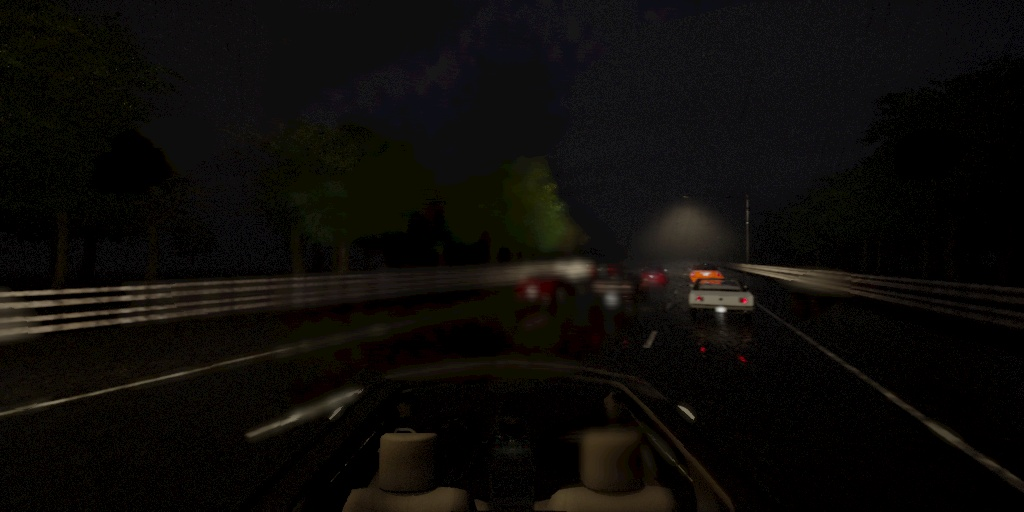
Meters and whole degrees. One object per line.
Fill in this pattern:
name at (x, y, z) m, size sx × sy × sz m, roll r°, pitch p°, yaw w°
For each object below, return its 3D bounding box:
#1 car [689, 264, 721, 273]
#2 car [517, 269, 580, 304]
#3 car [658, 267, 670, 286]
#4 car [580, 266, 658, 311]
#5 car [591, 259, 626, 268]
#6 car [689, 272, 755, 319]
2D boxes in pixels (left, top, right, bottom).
car at (14.629, 1.363, 27.171) m, size 2.097 × 1.767 × 4.553 m, roll 0°, pitch -1°, yaw 27°
car at (1.998, 1.399, 17.659) m, size 1.882 × 1.535 × 5.008 m, roll 0°, pitch 0°, yaw 27°
car at (11.504, 1.597, 28.747) m, size 1.994 × 1.385 × 4.181 m, roll 0°, pitch -1°, yaw 27°
car at (4.786, 1.387, 15.430) m, size 2.128 × 1.511 × 4.902 m, roll 0°, pitch -1°, yaw 27°
car at (7.993, 1.269, 29.583) m, size 2.150 × 2.045 × 5.566 m, roll 0°, pitch 0°, yaw 27°
car at (7.794, 1.473, 13.628) m, size 1.895 × 1.301 × 4.718 m, roll 0°, pitch -1°, yaw 27°
